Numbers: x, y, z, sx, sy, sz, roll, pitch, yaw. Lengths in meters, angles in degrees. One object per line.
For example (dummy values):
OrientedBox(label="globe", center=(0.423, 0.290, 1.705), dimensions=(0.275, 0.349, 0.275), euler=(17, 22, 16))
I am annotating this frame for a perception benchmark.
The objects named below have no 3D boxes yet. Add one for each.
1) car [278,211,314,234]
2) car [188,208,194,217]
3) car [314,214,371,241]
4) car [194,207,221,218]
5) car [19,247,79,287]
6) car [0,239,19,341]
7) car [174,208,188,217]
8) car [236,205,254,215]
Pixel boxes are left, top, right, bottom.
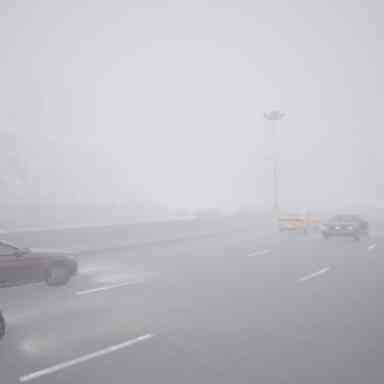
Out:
OrientedBox(label="car", center=(7.703, 2.067, 23.751), dimensions=(1.882, 1.535, 5.008), euler=(-2, -2, 34))
OrientedBox(label="car", center=(1.523, 3.113, 51.776), dimensions=(2.033, 1.411, 5.357), euler=(-2, -2, 16))
OrientedBox(label="car", center=(9.117, 1.980, 19.541), dimensions=(2.033, 1.411, 5.357), euler=(-2, -2, 36))
OrientedBox(label="car", center=(2.344, 2.778, 43.633), dimensions=(1.882, 1.535, 5.008), euler=(-2, -2, 22))
OrientedBox(label="car", center=(-5.395, 1.909, 8.719), dimensions=(4.674, 1.442, 1.812), euler=(0, -2, -41))
OrientedBox(label="car", center=(-5.100, 1.598, 4.414), dimensions=(4.553, 1.767, 2.097), euler=(0, -2, -40))
OrientedBox(label="car", center=(-1.389, 3.245, 54.236), dimensions=(2.033, 1.411, 5.357), euler=(-2, -2, 14))
OrientedBox(label="car", center=(7.791, 2.695, 48.481), dimensions=(2.097, 1.767, 4.553), euler=(-2, -2, 17))
